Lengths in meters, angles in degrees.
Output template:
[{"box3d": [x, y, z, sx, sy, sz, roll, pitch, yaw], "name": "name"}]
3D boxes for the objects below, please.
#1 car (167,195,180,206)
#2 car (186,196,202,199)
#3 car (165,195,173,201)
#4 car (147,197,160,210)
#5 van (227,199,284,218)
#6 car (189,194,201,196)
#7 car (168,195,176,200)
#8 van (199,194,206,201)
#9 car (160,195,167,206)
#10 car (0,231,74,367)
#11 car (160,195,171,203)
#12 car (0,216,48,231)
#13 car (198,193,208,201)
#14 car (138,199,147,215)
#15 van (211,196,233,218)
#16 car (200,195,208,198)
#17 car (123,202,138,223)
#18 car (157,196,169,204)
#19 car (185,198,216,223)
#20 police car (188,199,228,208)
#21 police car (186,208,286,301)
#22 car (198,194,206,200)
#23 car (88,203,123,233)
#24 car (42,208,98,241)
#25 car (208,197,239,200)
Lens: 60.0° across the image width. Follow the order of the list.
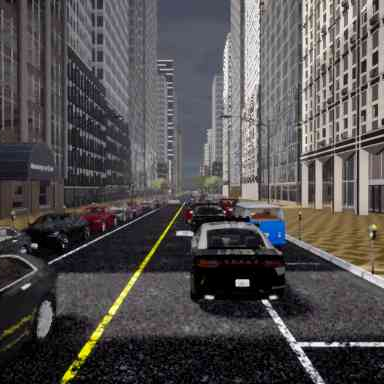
[{"box3d": [-2.971, 1.587, 54.673, 1.895, 1.301, 4.718, 0, 0, 0], "name": "car"}, {"box3d": [0.039, 1.590, 46.005, 1.895, 1.301, 4.718, 0, 0, 1], "name": "car"}, {"box3d": [-5.656, 1.504, 82.114, 1.752, 1.417, 4.829, -1, 0, 0], "name": "car"}, {"box3d": [-5.677, 1.541, 42.498, 2.008, 1.369, 4.403, -1, 0, 0], "name": "car"}, {"box3d": [2.687, 1.338, 14.076, 1.690, 1.788, 3.998, -1, 0, 0], "name": "van"}, {"box3d": [0.030, 1.337, 59.406, 2.097, 1.767, 4.553, 0, 0, 0], "name": "car"}, {"box3d": [-5.650, 1.540, 93.651, 1.947, 1.339, 4.313, -1, 0, 0], "name": "car"}, {"box3d": [2.725, 1.317, 87.963, 1.690, 1.788, 3.998, -1, 0, 0], "name": "van"}, {"box3d": [-5.671, 1.538, 53.865, 2.008, 1.369, 4.403, -1, 0, 0], "name": "car"}, {"box3d": [-3.102, 1.504, 3.580, 1.837, 1.490, 4.892, 0, 0, 0], "name": "car"}, {"box3d": [-5.663, 1.422, 70.916, 1.967, 1.590, 4.097, -1, 0, 0], "name": "car"}, {"box3d": [-5.694, 1.549, 8.396, 2.008, 1.369, 4.403, -1, 0, 0], "name": "car"}, {"box3d": [2.722, 1.293, 82.280, 2.192, 1.841, 5.009, -1, 0, 0], "name": "car"}, {"box3d": [-5.682, 1.575, 31.131, 1.802, 1.307, 4.206, -1, 0, 0], "name": "car"}, {"box3d": [2.696, 1.334, 31.127, 1.690, 1.788, 3.998, -1, 0, 0], "name": "van"}, {"box3d": [2.710, 1.538, 53.861, 2.008, 1.369, 4.403, -1, 0, 0], "name": "car"}, {"box3d": [-5.686, 1.545, 25.447, 2.008, 1.369, 4.403, -1, 0, 0], "name": "car"}, {"box3d": [-5.665, 1.566, 65.232, 1.802, 1.307, 4.206, -1, 0, 0], "name": "car"}, {"box3d": [0.655, 1.472, 24.522, 1.882, 1.535, 5.008, 0, 0, 7], "name": "car"}, {"box3d": [0.909, 1.421, 18.533, 1.930, 1.638, 5.238, 0, 0, 0], "name": "police car"}, {"box3d": [0.903, 1.423, 8.532, 1.930, 1.638, 5.238, 0, 0, 0], "name": "police car"}, {"box3d": [2.729, 1.414, 93.647, 1.967, 1.590, 4.097, -1, 0, 0], "name": "car"}, {"box3d": [-5.688, 1.540, 19.764, 1.887, 1.381, 4.507, -1, 0, 0], "name": "car"}, {"box3d": [-5.691, 1.563, 14.080, 1.947, 1.339, 4.313, -1, 0, 0], "name": "car"}, {"box3d": [2.693, 1.309, 25.443, 2.192, 1.841, 5.009, -1, 0, 0], "name": "car"}]
